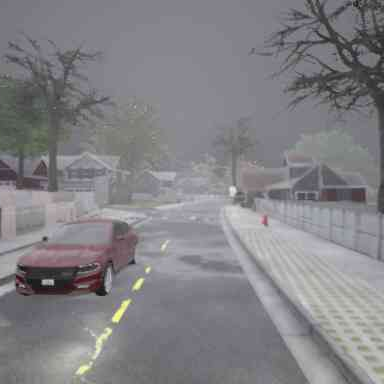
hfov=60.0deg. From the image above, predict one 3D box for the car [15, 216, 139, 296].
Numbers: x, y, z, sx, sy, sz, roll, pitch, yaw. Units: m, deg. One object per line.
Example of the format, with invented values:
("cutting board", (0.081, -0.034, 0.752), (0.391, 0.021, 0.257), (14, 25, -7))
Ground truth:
("car", (-2.678, 1.469, 8.856), (1.882, 1.535, 5.008), (0, 0, 2))
